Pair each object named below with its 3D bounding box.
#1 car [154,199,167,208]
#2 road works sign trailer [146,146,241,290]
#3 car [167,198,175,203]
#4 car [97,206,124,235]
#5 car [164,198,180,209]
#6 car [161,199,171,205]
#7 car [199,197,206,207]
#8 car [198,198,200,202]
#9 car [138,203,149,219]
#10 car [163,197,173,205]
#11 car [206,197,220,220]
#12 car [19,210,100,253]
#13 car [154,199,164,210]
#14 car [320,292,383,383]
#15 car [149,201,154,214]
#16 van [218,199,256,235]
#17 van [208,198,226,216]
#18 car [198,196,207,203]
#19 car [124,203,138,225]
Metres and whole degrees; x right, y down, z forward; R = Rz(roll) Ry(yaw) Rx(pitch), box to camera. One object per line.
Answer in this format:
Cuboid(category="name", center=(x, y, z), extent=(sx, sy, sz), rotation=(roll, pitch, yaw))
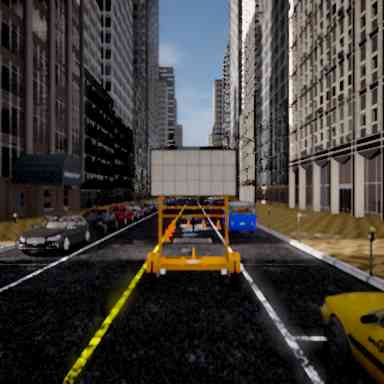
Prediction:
Cuboid(category="car", center=(-5.577, 2.021, 59.672), extent=(2.008, 1.369, 4.403), rotation=(-1, 0, 0))
Cuboid(category="road works sign trailer", center=(0.040, 0.538, 9.258), extent=(2.380, 3.560, 2.880), rotation=(0, 0, 0))
Cuboid(category="car", center=(-5.520, 2.214, 87.920), extent=(1.752, 1.417, 4.829), rotation=(-1, 0, 0))
Cuboid(category="car", center=(-5.656, 1.726, 19.888), extent=(1.947, 1.339, 4.313), rotation=(-1, 0, 0))
Cuboid(category="car", center=(-2.942, 1.979, 52.679), extent=(1.994, 1.385, 4.181), rotation=(0, -1, 1))
Cuboid(category="car", center=(-5.554, 2.141, 71.038), extent=(1.802, 1.307, 4.206), rotation=(-1, 0, 0))
Cuboid(category="car", center=(2.804, 2.016, 59.655), extent=(2.008, 1.369, 4.403), rotation=(-1, 0, 0))
Cuboid(category="car", center=(2.846, 1.956, 82.391), extent=(2.192, 1.841, 5.009), rotation=(-1, 0, 0))
Cuboid(category="car", center=(-5.634, 1.800, 31.255), extent=(2.008, 1.369, 4.403), rotation=(-1, 0, 0))
Cuboid(category="car", center=(-5.544, 2.043, 76.723), extent=(1.967, 1.590, 4.097), rotation=(-1, 0, 0))
Cuboid(category="car", center=(2.745, 1.559, 31.240), extent=(2.192, 1.841, 5.009), rotation=(-1, 0, 0))
Cuboid(category="car", center=(-5.667, 1.666, 14.204), extent=(2.008, 1.369, 4.403), rotation=(-1, 0, 0))
Cuboid(category="car", center=(-5.599, 1.933, 48.305), extent=(2.008, 1.369, 4.403), rotation=(-1, 0, 0))
Cuboid(category="car", center=(2.691, 1.548, 2.991), extent=(1.752, 1.417, 4.829), rotation=(-1, 0, 0))
Cuboid(category="car", center=(-5.622, 1.875, 36.938), extent=(1.802, 1.307, 4.206), rotation=(-1, 0, 0))
Cuboid(category="van", center=(2.723, 1.496, 19.873), extent=(1.690, 1.788, 3.998), rotation=(-1, 0, 0))
Cuboid(category="van", center=(2.757, 1.629, 36.923), extent=(1.690, 1.788, 3.998), rotation=(-1, 0, 0))
Cuboid(category="car", center=(2.858, 2.000, 88.075), extent=(2.192, 1.841, 5.009), rotation=(-1, 0, 0))
Cuboid(category="car", center=(-5.644, 1.749, 25.571), extent=(1.887, 1.381, 4.507), rotation=(-1, 0, 0))
